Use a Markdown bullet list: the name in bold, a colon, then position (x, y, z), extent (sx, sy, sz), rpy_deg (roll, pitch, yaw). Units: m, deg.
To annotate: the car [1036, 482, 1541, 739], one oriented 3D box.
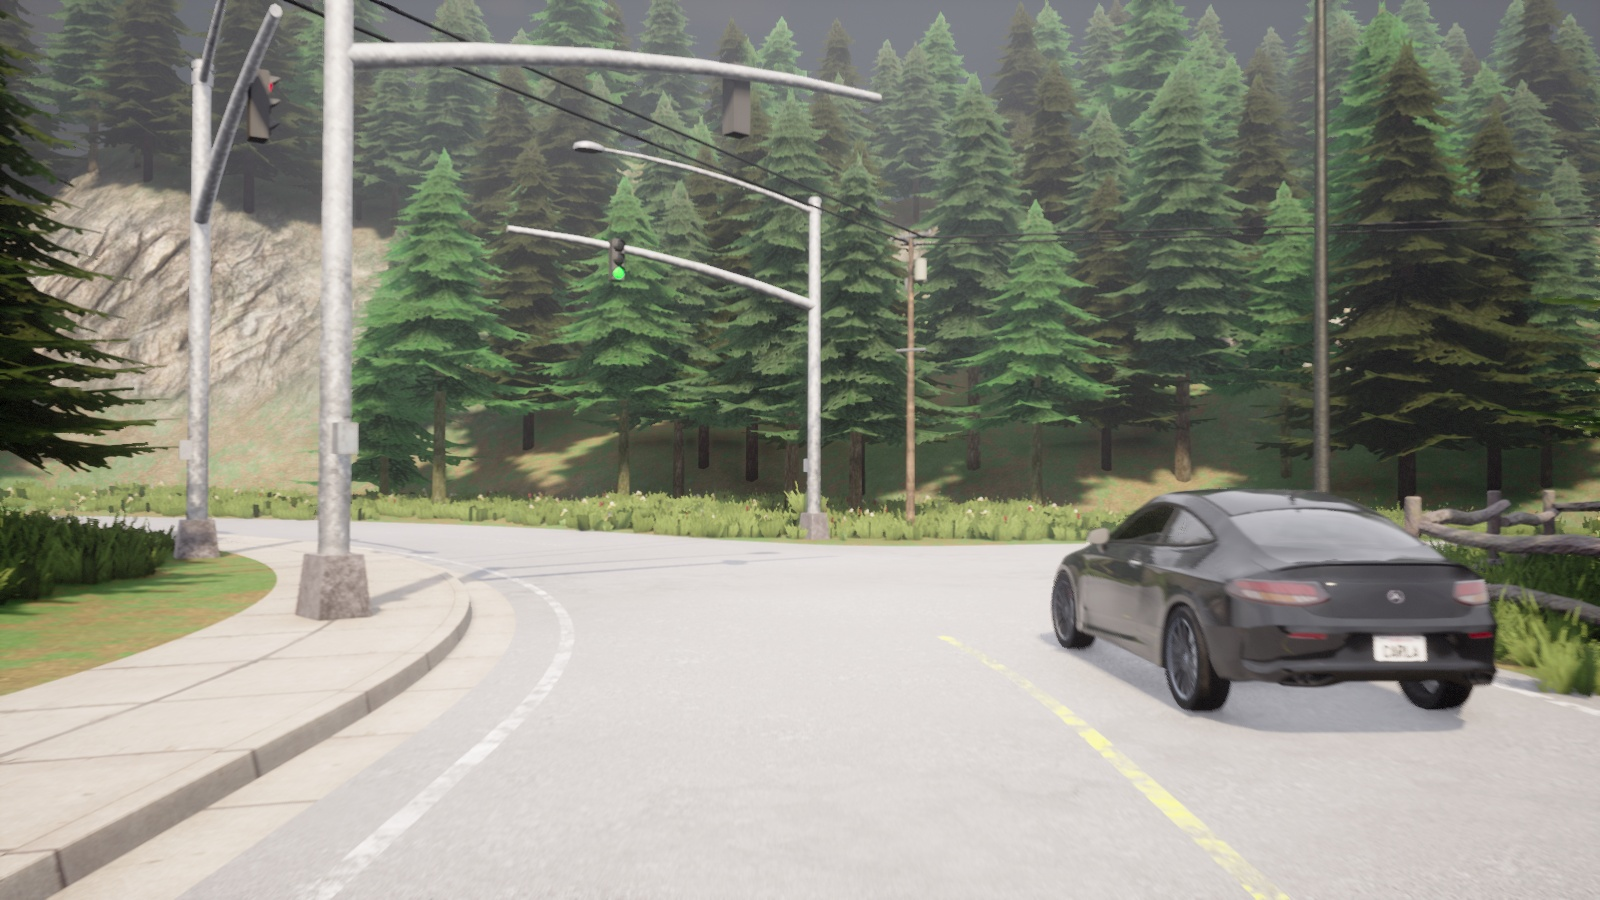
- **car**: position (3.303, 0.989, 9.679), extent (1.812, 1.442, 4.674), rpy_deg (0, -1, -4)
